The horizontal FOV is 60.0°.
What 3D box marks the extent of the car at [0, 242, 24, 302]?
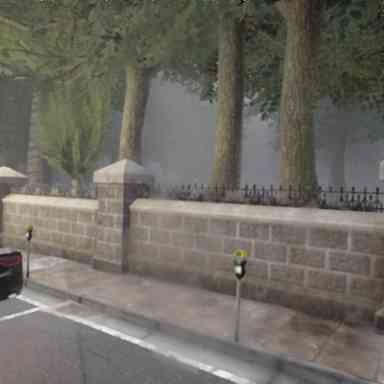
[{"bbox_3d":[-5.449,1.382,6.833,5.008,1.535,1.882,1,0,35],"label":"car"}]
